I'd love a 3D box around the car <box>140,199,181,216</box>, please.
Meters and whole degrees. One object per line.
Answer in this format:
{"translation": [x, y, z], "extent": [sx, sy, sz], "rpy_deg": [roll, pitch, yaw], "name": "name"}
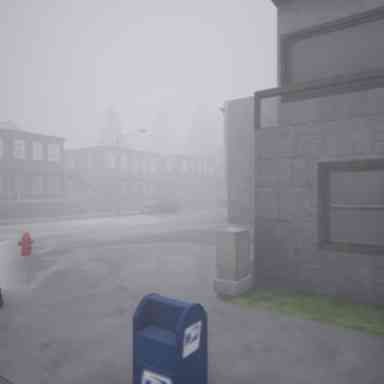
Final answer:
{"translation": [-3.044, 1.501, 33.091], "extent": [2.128, 1.511, 4.902], "rpy_deg": [0, 0, 36], "name": "car"}
